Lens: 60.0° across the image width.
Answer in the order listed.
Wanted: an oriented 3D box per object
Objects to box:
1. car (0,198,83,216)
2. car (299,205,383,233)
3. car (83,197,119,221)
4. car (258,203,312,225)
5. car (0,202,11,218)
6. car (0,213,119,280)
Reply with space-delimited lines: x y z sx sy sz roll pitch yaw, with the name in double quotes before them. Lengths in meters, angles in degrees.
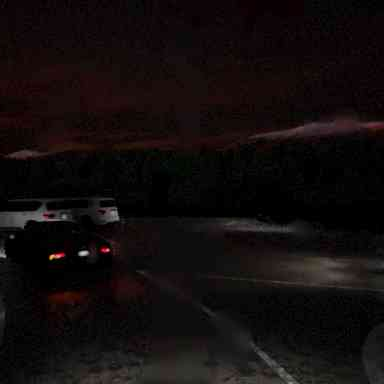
"car" -9.078 1.371 18.028 5.566 2.045 2.150 -1 0 20
"car" 8.830 1.600 19.108 4.718 1.301 1.895 -1 0 20
"car" -7.322 1.368 21.119 5.566 2.045 2.150 -1 0 20
"car" 7.160 1.509 23.413 5.008 1.535 1.882 -1 0 20
"car" -20.883 1.789 33.350 5.008 1.535 1.882 0 0 20
"car" -4.336 1.627 10.366 2.033 1.411 5.357 0 0 -39
